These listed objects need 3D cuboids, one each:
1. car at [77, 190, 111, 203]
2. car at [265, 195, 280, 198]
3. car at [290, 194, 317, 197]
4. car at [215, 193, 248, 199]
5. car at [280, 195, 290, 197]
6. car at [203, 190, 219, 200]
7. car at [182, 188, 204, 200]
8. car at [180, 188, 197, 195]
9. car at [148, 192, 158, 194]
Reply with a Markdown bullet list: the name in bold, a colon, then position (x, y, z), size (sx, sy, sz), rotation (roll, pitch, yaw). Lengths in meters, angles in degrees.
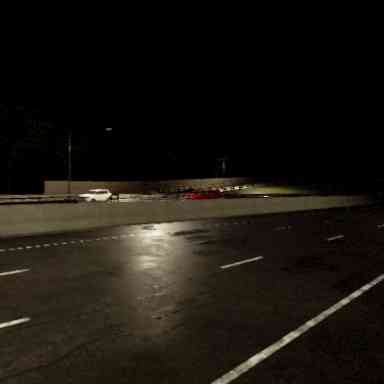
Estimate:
- **car**: position (-13.750, 0.694, 47.173), size (2.150, 2.045, 5.566), rotation (0, 1, 22)
- **car**: position (14.061, 1.117, 55.716), size (1.895, 1.301, 4.718), rotation (1, 1, 45)
- **car**: position (16.848, 1.101, 48.581), size (2.128, 1.511, 4.902), rotation (1, 1, 45)
- **car**: position (4.980, 1.146, 36.387), size (1.812, 1.442, 4.674), rotation (1, 1, 44)
- **car**: position (16.568, 1.069, 53.294), size (1.837, 1.490, 4.892), rotation (1, 1, 45)
- **car**: position (3.998, 0.921, 40.384), size (2.097, 1.767, 4.553), rotation (1, 1, 44)
- **car**: position (1.477, 0.747, 42.810), size (2.150, 2.045, 5.566), rotation (1, 0, 44)
- **car**: position (-0.705, -0.133, 75.448), size (1.812, 1.442, 4.674), rotation (1, 3, 27)
- **car**: position (-7.463, 0.696, 61.819), size (1.895, 1.301, 4.718), rotation (0, 2, 25)
